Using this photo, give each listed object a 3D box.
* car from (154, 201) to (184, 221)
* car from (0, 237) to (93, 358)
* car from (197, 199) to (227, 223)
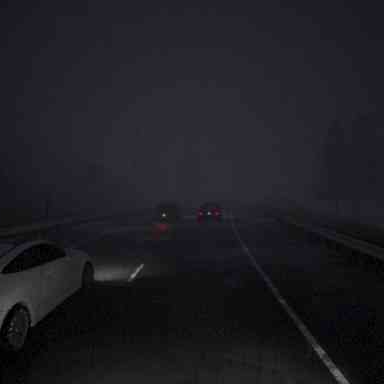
[{"bbox_3d":[-1.856,1.505,27.662,1.837,1.490,4.892,0,0,6],"label":"car"},{"bbox_3d":[-3.259,1.523,5.892,1.812,1.442,4.674,0,0,1],"label":"car"},{"bbox_3d":[1.463,1.551,25.877,2.033,1.411,5.357,0,0,6],"label":"car"}]
